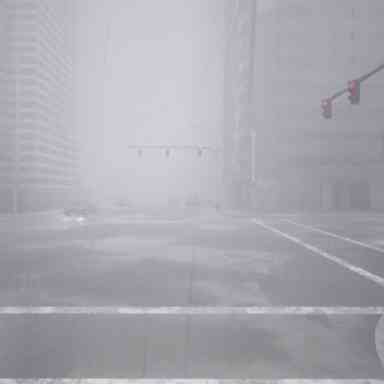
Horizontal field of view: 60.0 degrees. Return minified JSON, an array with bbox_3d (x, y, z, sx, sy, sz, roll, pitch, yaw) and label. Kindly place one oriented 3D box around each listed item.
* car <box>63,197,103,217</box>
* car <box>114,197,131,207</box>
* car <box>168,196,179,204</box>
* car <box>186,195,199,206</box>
[{"bbox_3d":[-10.603,1.542,32.092,2.033,1.411,5.357,0,0,0],"label":"car"},{"bbox_3d":[-10.591,1.496,51.097,1.837,1.490,4.892,0,0,0],"label":"car"},{"bbox_3d":[-3.507,1.481,63.219,2.128,1.511,4.902,0,0,0],"label":"car"},{"bbox_3d":[0.096,1.343,53.658,2.097,1.767,4.553,0,0,0],"label":"car"}]
